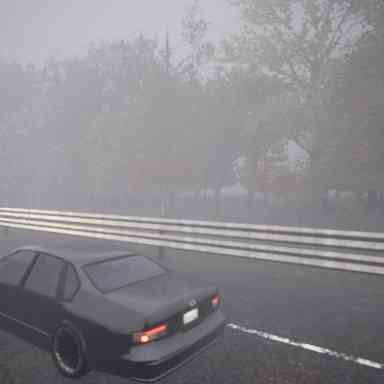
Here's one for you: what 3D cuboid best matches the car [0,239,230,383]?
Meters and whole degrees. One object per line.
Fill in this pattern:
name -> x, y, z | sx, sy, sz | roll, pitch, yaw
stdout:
car -> -2.061, 1.524, 5.451 | 5.357, 1.411, 2.033 | 0, 0, 35
